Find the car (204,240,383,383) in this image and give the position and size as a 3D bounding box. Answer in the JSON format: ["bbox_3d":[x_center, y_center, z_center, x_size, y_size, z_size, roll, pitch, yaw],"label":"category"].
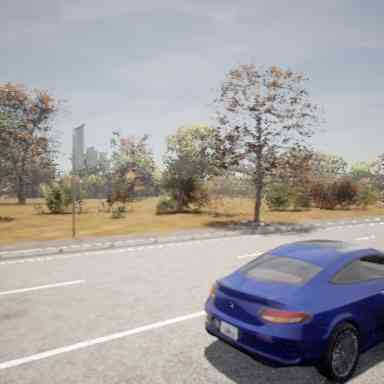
[{"bbox_3d":[2.336,1.522,5.380,4.674,1.442,1.812,0,0,-35],"label":"car"}]
